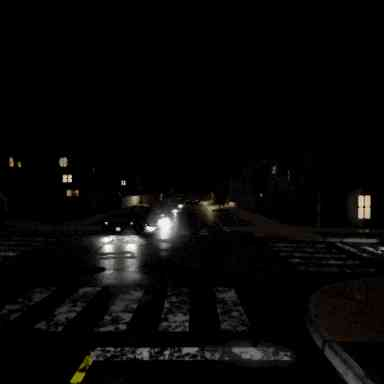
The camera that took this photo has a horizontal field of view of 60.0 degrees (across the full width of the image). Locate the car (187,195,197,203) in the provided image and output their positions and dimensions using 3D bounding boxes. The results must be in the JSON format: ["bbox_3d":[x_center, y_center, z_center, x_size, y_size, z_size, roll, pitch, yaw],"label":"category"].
[{"bbox_3d":[-0.055,1.427,66.204,1.882,1.535,5.008,0,0,0],"label":"car"}]

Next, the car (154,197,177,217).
[{"bbox_3d":[-2.874,1.477,31.090,2.128,1.511,4.902,0,0,0],"label":"car"}]

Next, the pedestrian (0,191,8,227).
[{"bbox_3d":[-9.697,0.860,17.006,0.375,1.860,0.375,0,0,1],"label":"pedestrian"}]

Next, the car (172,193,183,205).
[{"bbox_3d":[-2.806,1.174,60.168,2.150,2.045,5.566,0,0,0],"label":"car"}]

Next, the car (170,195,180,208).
[{"bbox_3d":[-2.876,1.500,43.906,1.812,1.442,4.674,0,0,0],"label":"car"}]

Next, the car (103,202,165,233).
[{"bbox_3d":[-3.316,1.522,19.333,2.033,1.411,5.357,-1,-1,9],"label":"car"}]

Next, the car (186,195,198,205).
[{"bbox_3d":[0.062,1.524,56.240,1.994,1.385,4.181,0,0,-1],"label":"car"}]
